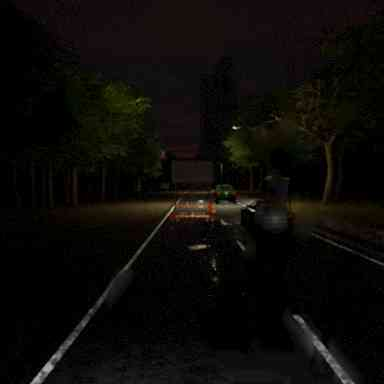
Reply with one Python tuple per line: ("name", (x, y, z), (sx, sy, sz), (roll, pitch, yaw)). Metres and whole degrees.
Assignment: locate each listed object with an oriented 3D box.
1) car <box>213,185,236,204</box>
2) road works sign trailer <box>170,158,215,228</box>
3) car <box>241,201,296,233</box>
("car", (3.666, 0.218, 38.001), (2.150, 2.045, 5.566), (0, 1, 0))
("road works sign trailer", (0.031, -0.015, 17.820), (2.380, 3.560, 2.880), (0, 2, 0))
("car", (3.628, 1.123, 16.359), (1.994, 1.385, 4.181), (0, 2, 0))
